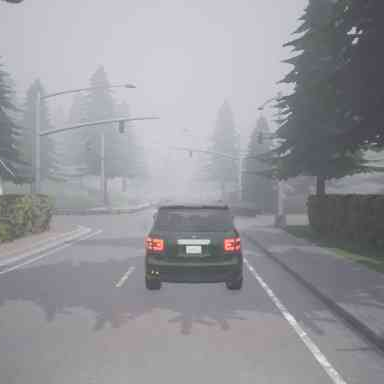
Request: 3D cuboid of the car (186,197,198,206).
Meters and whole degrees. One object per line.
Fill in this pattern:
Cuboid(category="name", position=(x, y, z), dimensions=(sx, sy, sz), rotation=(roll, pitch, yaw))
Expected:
Cuboid(category="car", position=(0.020, 1.525, 54.758), dimensions=(1.812, 1.442, 4.674), rotation=(0, 0, 0))

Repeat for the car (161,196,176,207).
Cuboid(category="car", position=(-3.658, 1.491, 52.418), dimensions=(2.128, 1.511, 4.902), rotation=(0, 0, 0))

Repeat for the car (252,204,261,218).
Cuboid(category="car", position=(3.629, 1.512, 28.828), dimensions=(4.674, 1.442, 1.812), rotation=(0, 0, -10))

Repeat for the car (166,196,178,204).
Cuboid(category="car", position=(-3.865, 1.490, 63.254), dimensions=(2.128, 1.511, 4.902), rotation=(0, 0, -5))

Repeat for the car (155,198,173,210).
Cuboid(category="car", position=(-3.644, 1.563, 43.611), dimensions=(1.994, 1.385, 4.181), rotation=(0, 0, 0))

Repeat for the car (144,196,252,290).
Cuboid(category="car", position=(0.052, 1.221, 9.208), dimensions=(2.150, 2.045, 5.566), rotation=(0, 0, 0))
